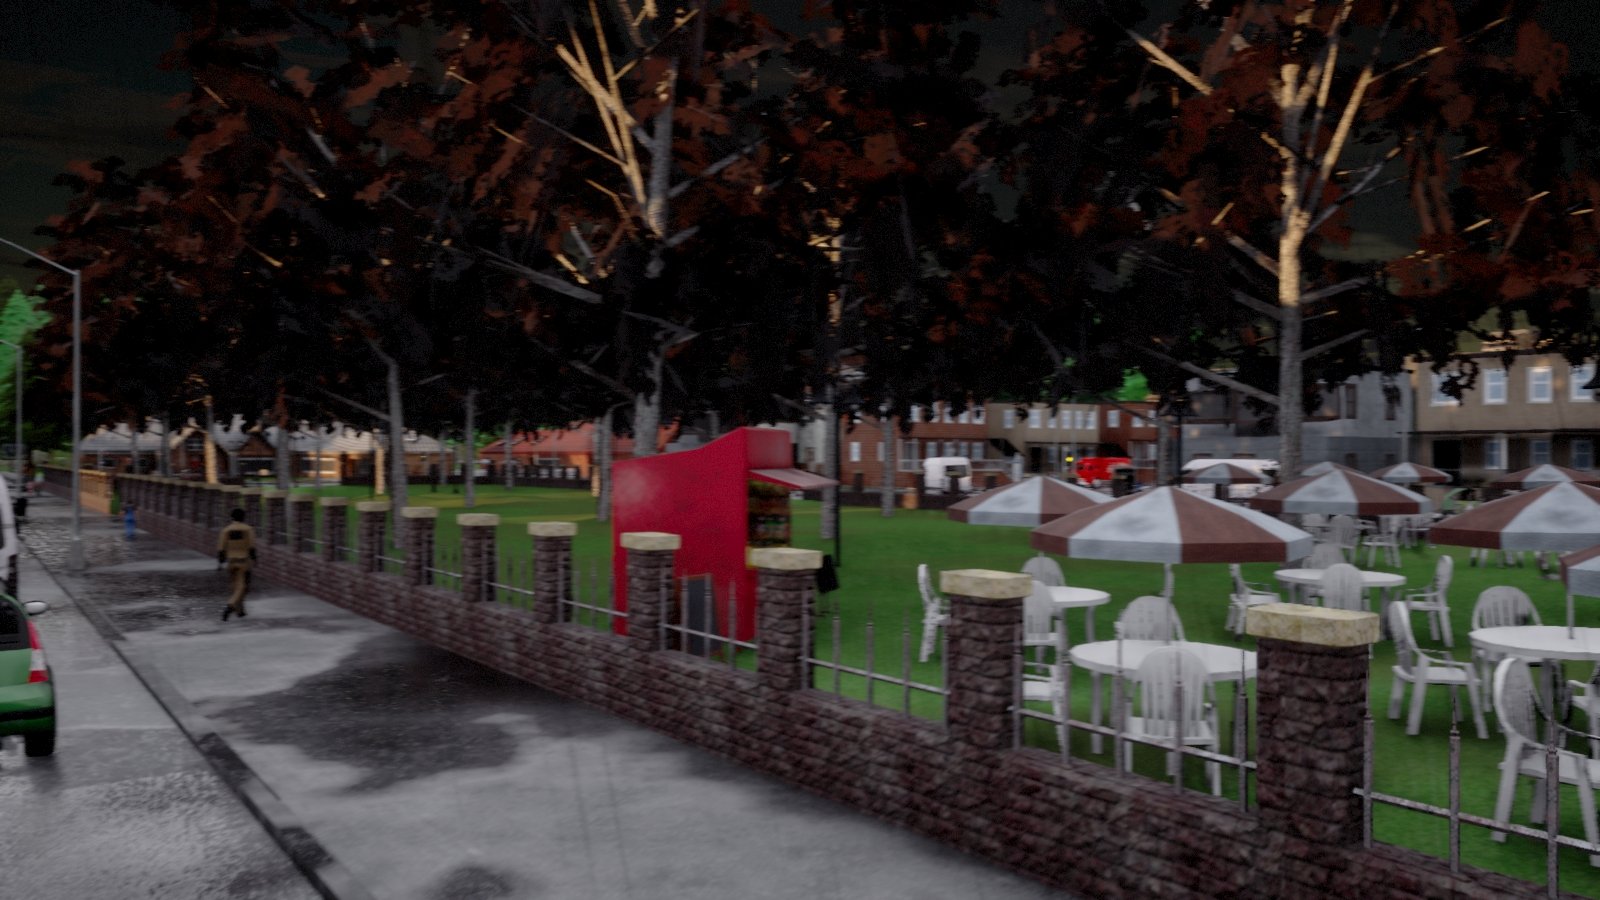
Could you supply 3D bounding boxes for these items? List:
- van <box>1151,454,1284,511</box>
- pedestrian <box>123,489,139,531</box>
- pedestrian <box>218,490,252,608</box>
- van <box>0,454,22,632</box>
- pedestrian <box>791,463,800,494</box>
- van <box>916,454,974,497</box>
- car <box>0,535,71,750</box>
[{"bbox_3d":[20.073,1.501,55.243,1.988,2.561,5.915,0,0,-37],"label":"van"},{"bbox_3d":[-21.070,1.883,35.991,0.375,1.300,0.375,0,0,-37],"label":"pedestrian"},{"bbox_3d":[-9.012,1.568,18.225,0.375,1.860,0.375,0,0,-5],"label":"pedestrian"},{"bbox_3d":[-13.938,1.351,18.465,1.988,2.561,5.915,0,0,-37],"label":"van"},{"bbox_3d":[-0.280,1.727,70.013,0.375,1.860,0.375,0,0,-29],"label":"pedestrian"},{"bbox_3d":[9.118,1.535,72.507,1.988,2.561,5.915,-2,0,-9],"label":"van"},{"bbox_3d":[-8.489,1.803,11.279,1.851,1.617,3.988,0,0,-37],"label":"car"}]
